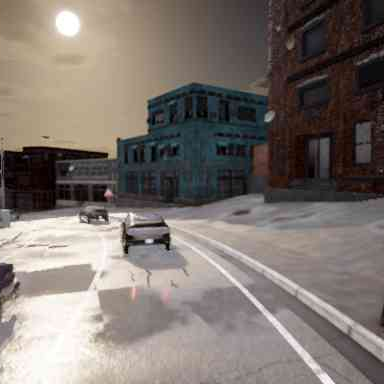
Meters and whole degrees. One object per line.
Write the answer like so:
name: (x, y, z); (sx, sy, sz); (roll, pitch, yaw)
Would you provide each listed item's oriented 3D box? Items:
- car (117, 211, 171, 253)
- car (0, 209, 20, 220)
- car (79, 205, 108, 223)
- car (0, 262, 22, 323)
car: (-2.126, 1.589, 14.353); (2.128, 1.511, 4.902); (-1, -1, -14)
car: (-23.739, 2.942, 42.505); (4.902, 1.511, 2.128); (-4, 0, 41)
car: (-9.254, 2.015, 31.053); (1.837, 1.490, 4.892); (-2, -1, -31)
car: (-3.908, 1.591, 3.818); (2.033, 1.411, 5.357); (0, 0, -4)
